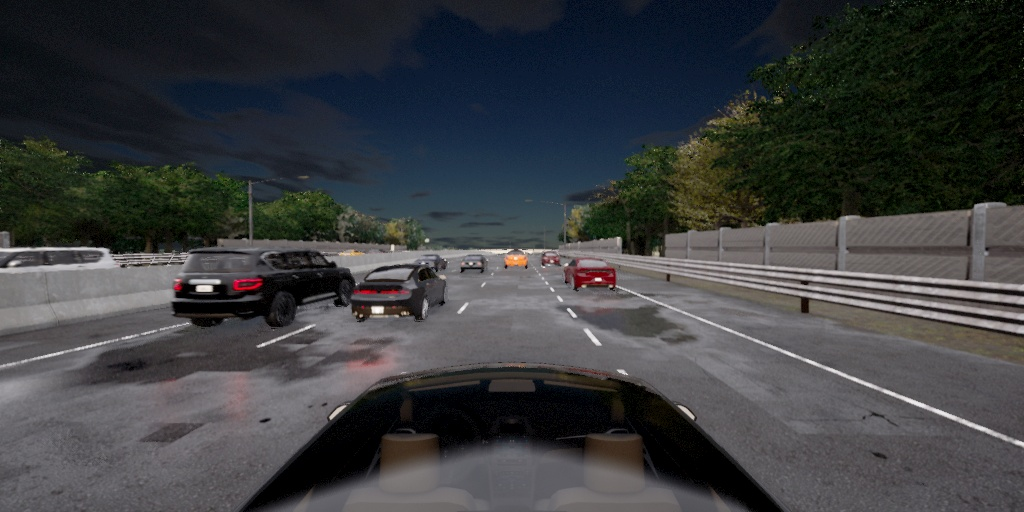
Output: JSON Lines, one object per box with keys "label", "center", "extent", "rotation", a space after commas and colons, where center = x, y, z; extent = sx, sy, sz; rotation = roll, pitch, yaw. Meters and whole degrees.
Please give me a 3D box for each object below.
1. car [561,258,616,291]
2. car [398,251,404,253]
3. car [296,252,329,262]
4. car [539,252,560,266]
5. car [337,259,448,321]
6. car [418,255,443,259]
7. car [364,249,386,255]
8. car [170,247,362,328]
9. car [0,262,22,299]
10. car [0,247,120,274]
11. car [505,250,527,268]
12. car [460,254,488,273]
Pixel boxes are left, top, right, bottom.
{"label": "car", "center": [3.790, 0.814, 18.087], "extent": [1.882, 1.535, 5.008], "rotation": [0, 2, 1]}
{"label": "car", "center": [-16.935, -0.049, 54.954], "extent": [1.895, 1.301, 4.718], "rotation": [0, 1, 1]}
{"label": "car", "center": [-27.499, 0.076, 49.640], "extent": [1.895, 1.301, 4.718], "rotation": [0, 1, 1]}
{"label": "car", "center": [4.038, 0.302, 38.254], "extent": [1.812, 1.442, 4.674], "rotation": [0, 1, 1]}
{"label": "car", "center": [-3.294, 1.018, 11.281], "extent": [1.837, 1.490, 4.892], "rotation": [0, 1, 1]}
{"label": "car", "center": [-6.573, 0.582, 29.216], "extent": [2.033, 1.411, 5.357], "rotation": [0, 2, 1]}
{"label": "car", "center": [-20.449, -0.269, 53.694], "extent": [2.097, 1.767, 4.553], "rotation": [0, 1, 1]}
{"label": "car", "center": [-6.803, 0.750, 10.653], "extent": [2.150, 2.045, 5.566], "rotation": [0, 1, 1]}
{"label": "car", "center": [-20.982, 1.015, 12.314], "extent": [1.812, 1.442, 4.674], "rotation": [0, 1, 1]}
{"label": "car", "center": [-17.478, 0.702, 12.658], "extent": [2.150, 2.045, 5.566], "rotation": [0, 1, 1]}
{"label": "car", "center": [0.403, 0.211, 35.372], "extent": [2.097, 1.767, 4.553], "rotation": [0, 2, 1]}
{"label": "car", "center": [-3.069, 0.571, 29.588], "extent": [2.033, 1.411, 5.357], "rotation": [0, 2, 1]}
